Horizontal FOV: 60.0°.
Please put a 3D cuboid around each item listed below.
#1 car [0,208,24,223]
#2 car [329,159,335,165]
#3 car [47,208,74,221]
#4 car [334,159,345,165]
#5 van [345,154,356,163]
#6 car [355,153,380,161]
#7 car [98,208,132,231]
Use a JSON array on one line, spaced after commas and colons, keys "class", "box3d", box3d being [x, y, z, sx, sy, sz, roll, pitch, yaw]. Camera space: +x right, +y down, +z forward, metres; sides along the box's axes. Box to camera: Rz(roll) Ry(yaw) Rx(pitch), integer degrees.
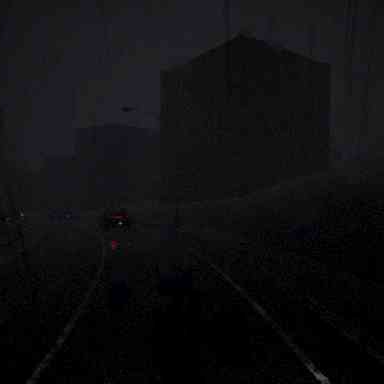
[{"class": "car", "box3d": [-22.856, 2.904, 41.581, 4.553, 1.767, 2.097, -4, -2, 41]}, {"class": "car", "box3d": [29.702, -5.727, 68.370, 2.435, 2.045, 5.566, 0, 1, 6]}, {"class": "car", "box3d": [-15.481, 2.637, 39.315, 1.812, 1.442, 4.674, -2, -2, -41]}, {"class": "car", "box3d": [29.156, -5.347, 62.915, 2.002, 1.452, 4.674, 0, 1, 6]}, {"class": "van", "box3d": [28.592, -5.516, 57.297, 1.878, 1.987, 4.442, 0, 1, 6]}, {"class": "car", "box3d": [28.054, -5.191, 51.931, 2.231, 1.521, 4.892, 0, 1, 6]}, {"class": "car", "box3d": [-5.671, 1.928, 24.164, 2.128, 1.511, 4.902, -1, -1, -23]}]
